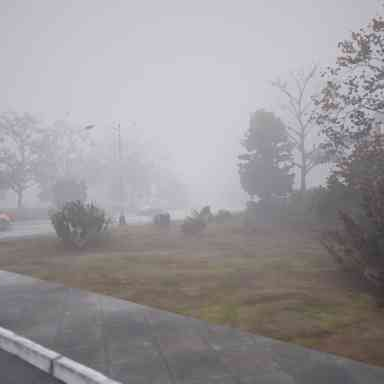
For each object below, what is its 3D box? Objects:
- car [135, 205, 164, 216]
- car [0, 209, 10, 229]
[{"bbox_3d":[-5.549,2.406,43.872,1.812,1.442,4.674,-3,-2,32],"label":"car"},{"bbox_3d":[-16.936,2.164,26.087,2.097,1.767,4.553,-3,-2,33],"label":"car"}]
